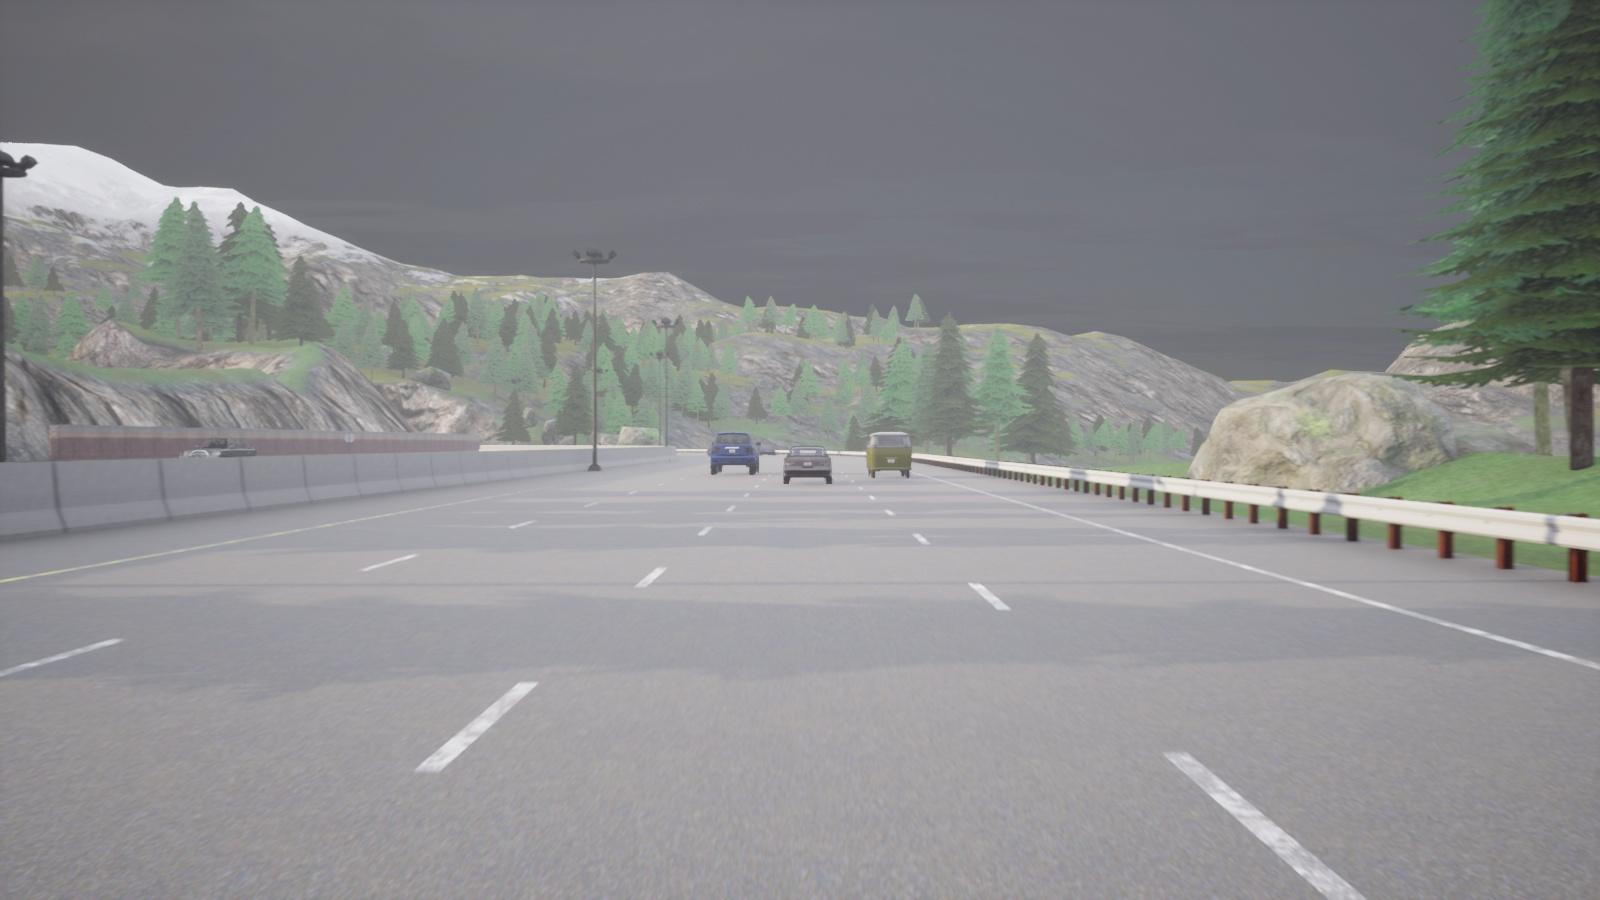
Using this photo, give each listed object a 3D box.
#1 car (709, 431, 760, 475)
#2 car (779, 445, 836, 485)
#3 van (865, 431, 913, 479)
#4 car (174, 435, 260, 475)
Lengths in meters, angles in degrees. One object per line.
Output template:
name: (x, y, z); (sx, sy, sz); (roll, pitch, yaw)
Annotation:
car: (-3.134, 0.123, 61.056); (2.150, 2.045, 5.566); (0, 0, 0)
car: (0.288, 0.530, 47.465); (2.033, 1.411, 5.357); (0, 0, 0)
van: (3.828, 0.199, 54.431); (1.775, 1.987, 4.442); (0, 0, 0)
car: (-27.644, 0.209, 59.668); (1.932, 1.855, 4.605); (0, 0, 0)
